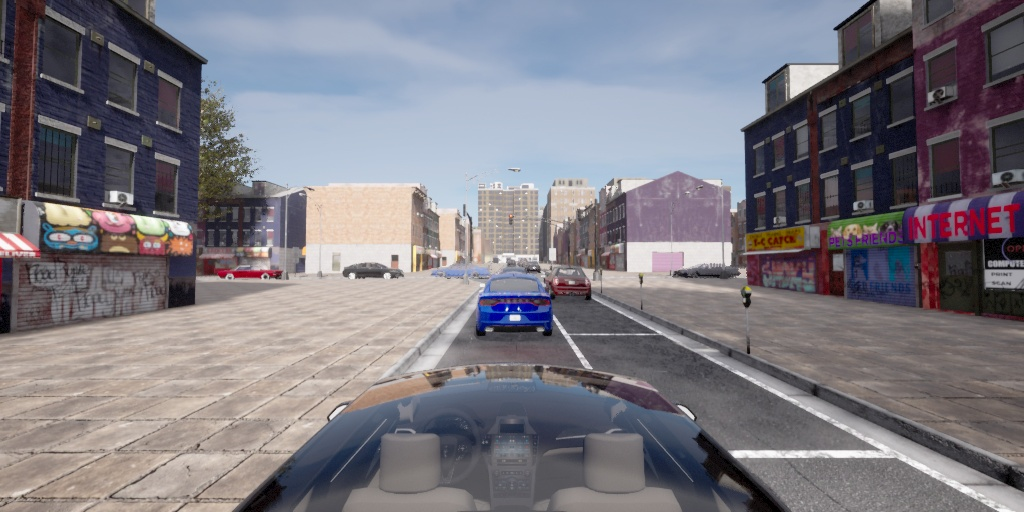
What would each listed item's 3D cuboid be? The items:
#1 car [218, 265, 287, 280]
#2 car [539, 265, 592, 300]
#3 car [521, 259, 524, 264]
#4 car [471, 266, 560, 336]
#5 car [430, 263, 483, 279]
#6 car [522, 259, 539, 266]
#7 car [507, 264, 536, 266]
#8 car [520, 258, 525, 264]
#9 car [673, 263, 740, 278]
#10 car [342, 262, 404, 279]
[{"bbox_3d":[-21.517,1.438,29.947,4.718,1.301,1.895,-1,-2,0],"label":"car"},{"bbox_3d":[2.629,1.207,17.850,1.967,1.591,4.097,0,0,0],"label":"car"},{"bbox_3d":[2.615,1.454,50.030,1.948,1.339,4.313,0,0,0],"label":"car"},{"bbox_3d":[0.036,1.234,10.493,1.882,1.535,5.008,0,0,-1],"label":"car"},{"bbox_3d":[-4.644,1.378,32.792,5.357,1.411,2.033,0,-2,1],"label":"car"},{"bbox_3d":[2.617,1.422,44.594,1.948,1.339,4.313,0,0,0],"label":"car"},{"bbox_3d":[0.092,1.293,18.049,1.812,1.442,4.674,0,0,0],"label":"car"},{"bbox_3d":[2.613,1.451,55.636,1.751,1.417,4.829,0,0,0],"label":"car"},{"bbox_3d":[17.656,1.362,32.668,5.357,1.411,2.033,0,-2,0],"label":"car"},{"bbox_3d":[-11.519,1.272,29.903,4.892,1.490,1.837,0,-2,2],"label":"car"}]
